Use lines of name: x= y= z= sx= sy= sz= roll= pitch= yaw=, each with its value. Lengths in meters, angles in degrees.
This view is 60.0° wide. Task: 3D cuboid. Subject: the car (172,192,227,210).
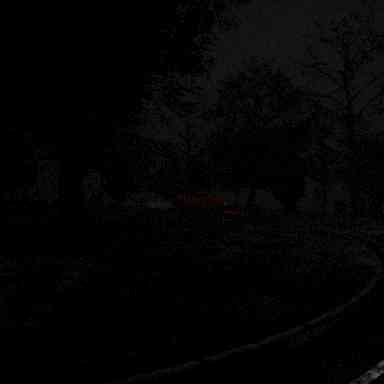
car: x=0.581 y=0.735 z=29.432 sx=5.008 sy=1.535 sz=1.882 roll=2 pitch=1 yaw=27

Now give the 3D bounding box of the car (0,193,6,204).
car: x=-17.448 y=0.488 z=26.134 sx=5.008 sy=1.535 sz=1.882 roll=0 pitch=1 yaw=-42
